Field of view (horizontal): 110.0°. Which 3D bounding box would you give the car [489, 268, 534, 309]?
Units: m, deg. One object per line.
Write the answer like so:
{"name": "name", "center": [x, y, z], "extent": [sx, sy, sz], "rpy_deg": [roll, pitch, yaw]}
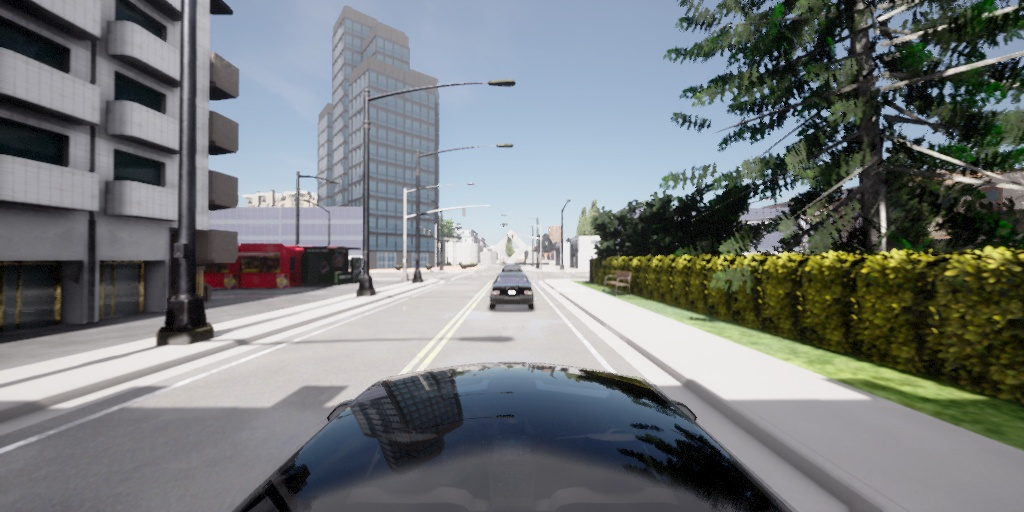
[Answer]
{"name": "car", "center": [-0.006, 1.430, 15.839], "extent": [2.033, 1.411, 5.357], "rpy_deg": [0, -1, 0]}

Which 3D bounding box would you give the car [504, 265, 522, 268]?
{"name": "car", "center": [0.135, 1.506, 31.281], "extent": [1.882, 1.535, 5.008], "rpy_deg": [0, 0, 6]}
